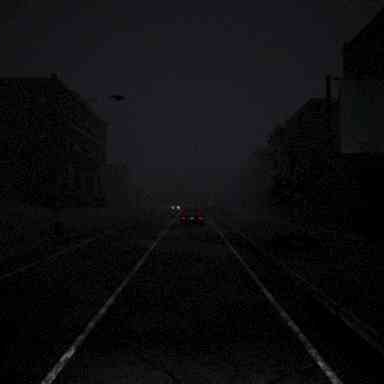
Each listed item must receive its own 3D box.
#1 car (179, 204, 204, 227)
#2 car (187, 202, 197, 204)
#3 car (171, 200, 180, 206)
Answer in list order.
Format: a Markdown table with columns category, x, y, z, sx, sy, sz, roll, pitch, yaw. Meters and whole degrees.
| category | x | y | z | sx | sy | sz | roll | pitch | yaw |
| --- | --- | --- | --- | --- | --- | --- | --- | --- | --- |
| car | -0.008 | 1.930 | 25.940 | 2.033 | 1.411 | 5.357 | 0 | -1 | 0 |
| car | -0.015 | 2.270 | 52.714 | 2.128 | 1.511 | 4.902 | 0 | -1 | 0 |
| car | -3.688 | 2.519 | 75.789 | 1.994 | 1.385 | 4.181 | 0 | -1 | -1 |
